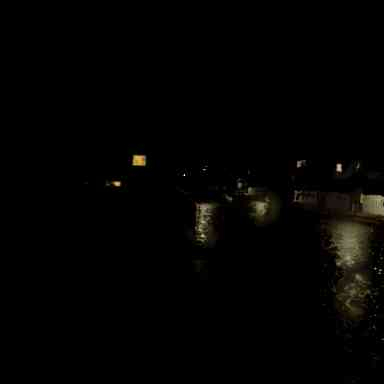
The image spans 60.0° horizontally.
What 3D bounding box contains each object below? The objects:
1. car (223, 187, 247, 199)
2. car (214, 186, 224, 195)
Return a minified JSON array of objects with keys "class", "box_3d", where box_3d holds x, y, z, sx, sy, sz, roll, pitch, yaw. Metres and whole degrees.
[{"class":"car","box_3d":[6.266,0.233,46.556,2.033,1.411,5.357,1,2,-4]},{"class":"car","box_3d":[5.187,-0.263,60.563,2.128,1.511,4.902,1,2,-4]}]
